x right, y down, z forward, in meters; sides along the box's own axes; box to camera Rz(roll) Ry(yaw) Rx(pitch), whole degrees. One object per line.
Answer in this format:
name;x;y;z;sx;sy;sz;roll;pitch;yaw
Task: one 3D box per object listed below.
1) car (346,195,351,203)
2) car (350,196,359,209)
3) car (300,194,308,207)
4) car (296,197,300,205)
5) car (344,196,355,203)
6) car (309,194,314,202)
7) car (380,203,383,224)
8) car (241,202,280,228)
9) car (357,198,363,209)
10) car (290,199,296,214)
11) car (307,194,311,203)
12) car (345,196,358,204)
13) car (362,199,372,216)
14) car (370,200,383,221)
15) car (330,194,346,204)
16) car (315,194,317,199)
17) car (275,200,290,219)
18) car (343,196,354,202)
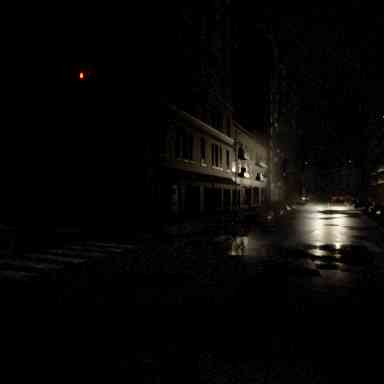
car;27.042;1.541;54.930;2.008;1.369;4.403;1;0;22
car;22.854;1.560;44.692;1.947;1.339;4.313;1;0;22
car;16.989;1.517;52.870;1.752;1.417;4.829;1;0;22
car;10.772;1.540;37.674;1.887;1.381;4.507;1;0;22
car;33.324;1.566;70.287;1.802;1.307;4.206;1;0;22
car;23.333;1.551;68.380;1.947;1.339;4.313;1;0;22
car;12.384;1.565;19.097;1.947;1.339;4.313;1;0;22
car;4.491;1.580;22.321;1.802;1.307;4.206;1;0;22
car;18.666;1.541;34.454;1.887;1.381;4.507;1;0;22
car;8.679;1.547;32.556;2.008;1.369;4.403;1;0;22
car;19.146;1.555;58.145;1.947;1.339;4.313;1;0;22
car;31.230;1.552;65.168;1.947;1.339;4.313;1;0;22
car;16.572;1.548;29.335;2.008;1.369;4.403;1;0;22
car;14.478;1.543;24.216;1.887;1.381;4.507;1;0;22
car;26.731;1.514;60.942;1.812;1.442;4.674;0;0;22
car;29.615;1.419;83.732;1.967;1.590;4.097;1;0;22
car;6.585;1.563;27.439;1.947;1.339;4.313;1;0;22
car;35.418;1.547;75.406;1.947;1.339;4.313;1;0;22
